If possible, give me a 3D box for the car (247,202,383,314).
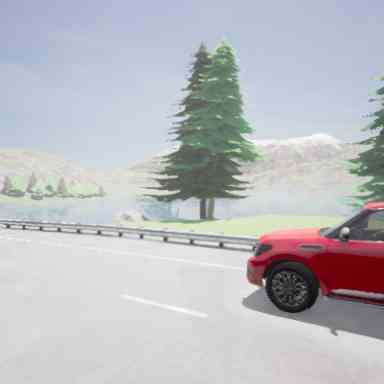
[{"bbox_3d":[3.775,1.137,5.826,5.566,2.045,2.150,0,0,34],"label":"car"}]
